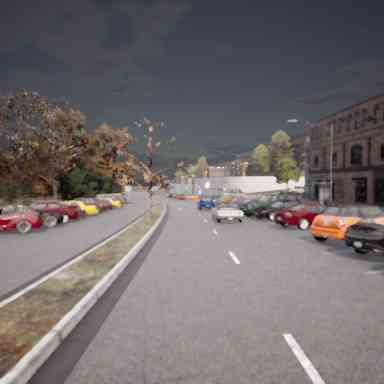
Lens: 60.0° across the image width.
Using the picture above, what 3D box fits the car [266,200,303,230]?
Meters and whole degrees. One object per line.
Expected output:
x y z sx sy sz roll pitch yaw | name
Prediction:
7.516 1.470 20.817 5.008 1.535 2.097 1 0 -22 | car

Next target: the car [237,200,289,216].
7.031 1.503 32.893 4.674 1.452 2.002 1 0 -23 | car

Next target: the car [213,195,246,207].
5.796 1.328 50.982 4.553 1.767 2.185 1 0 -25 | car

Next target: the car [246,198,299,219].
7.321 1.467 26.852 5.008 1.535 2.097 1 0 -23 | car

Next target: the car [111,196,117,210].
-11.649 1.549 38.965 4.674 1.452 2.002 -1 0 -24 | car

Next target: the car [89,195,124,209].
-12.310 1.383 47.835 4.553 1.767 2.185 -1 0 -25 | car

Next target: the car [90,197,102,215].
-11.290 1.507 30.023 5.366 1.575 1.946 -1 0 -23 | car

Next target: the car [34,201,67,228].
-10.720 1.536 21.238 4.792 1.488 2.163 -1 0 -22 | car

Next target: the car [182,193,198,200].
0.284 1.518 94.482 4.553 1.767 2.185 0 0 -30 | car

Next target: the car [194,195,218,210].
1.728 1.462 42.469 1.882 1.535 5.008 0 0 -4 | car

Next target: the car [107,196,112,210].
-11.452 1.548 36.011 4.674 1.452 2.002 -1 0 -23 | car

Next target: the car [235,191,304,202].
7.163 1.213 29.856 5.566 2.045 2.435 1 0 -23 | car

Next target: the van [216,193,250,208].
5.921 1.228 47.909 4.442 1.987 1.878 1 0 -25 | van

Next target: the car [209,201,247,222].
2.659 1.591 25.862 1.895 1.301 4.718 0 0 -2 | car

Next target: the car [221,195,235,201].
6.475 1.498 41.938 4.674 1.452 2.002 1 0 -24 | car

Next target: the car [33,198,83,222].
-10.847 1.507 24.181 5.008 1.535 2.097 -1 0 -22 | car

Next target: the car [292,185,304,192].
22.984 -0.416 69.635 2.435 2.045 5.566 -7 4 -30 | car

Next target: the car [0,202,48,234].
-10.689 1.537 18.244 4.792 1.488 2.163 -1 0 -21 | car

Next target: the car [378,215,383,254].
7.740 1.478 8.734 5.008 1.535 2.097 1 0 -21 | car

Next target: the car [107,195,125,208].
-11.698 1.503 41.999 5.366 1.575 1.946 -1 0 -24 | car

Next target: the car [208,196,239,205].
5.383 1.486 56.957 4.792 1.488 2.163 1 0 -26 | car

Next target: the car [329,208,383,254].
7.689 1.477 11.752 4.892 1.521 2.231 1 0 -21 | car

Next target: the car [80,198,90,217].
-11.011 1.382 27.132 4.553 1.767 2.185 -1 0 -22 | car

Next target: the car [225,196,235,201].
6.685 1.500 38.921 4.674 1.452 2.002 1 0 -24 | car

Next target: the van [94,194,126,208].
-12.503 1.282 50.823 4.442 1.987 1.878 -1 0 -25 | van

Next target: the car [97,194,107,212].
-11.252 1.382 33.065 4.553 1.767 2.185 -1 0 -23 | car

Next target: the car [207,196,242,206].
5.323 1.447 53.897 5.366 1.575 1.946 1 0 -26 | car

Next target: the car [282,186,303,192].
20.037 0.165 69.121 2.002 1.452 4.674 -7 4 -30 | car

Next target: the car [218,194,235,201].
6.267 1.458 44.949 4.892 1.521 2.231 1 0 -25 | car

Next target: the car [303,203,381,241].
7.634 1.349 14.771 4.553 1.767 2.185 1 0 -21 | car
